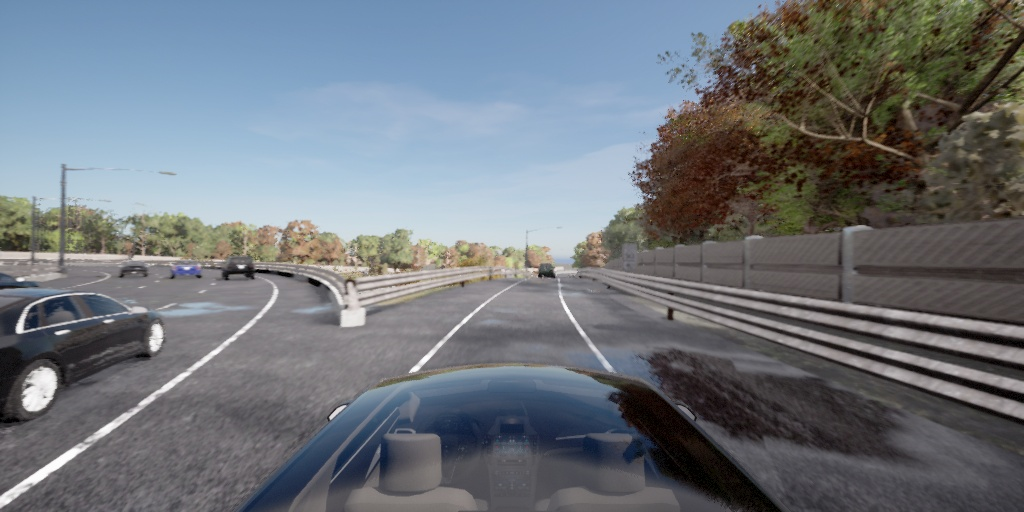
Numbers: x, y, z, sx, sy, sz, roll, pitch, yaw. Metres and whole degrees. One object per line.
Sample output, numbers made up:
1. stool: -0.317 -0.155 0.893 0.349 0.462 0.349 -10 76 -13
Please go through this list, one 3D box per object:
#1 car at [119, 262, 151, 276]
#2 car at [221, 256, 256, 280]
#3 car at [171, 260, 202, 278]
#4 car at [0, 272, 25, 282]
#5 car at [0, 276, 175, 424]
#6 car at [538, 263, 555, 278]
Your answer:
1. car: -36.484 1.278 34.695 4.892 1.490 1.837 0 -1 45
2. car: -25.201 1.066 33.030 2.150 2.045 5.566 1 -1 -42
3. car: -30.902 1.162 34.023 2.097 1.767 4.553 1 -1 -43
4. car: -18.669 1.181 12.241 1.882 1.535 5.008 1 -1 -31
5. car: -7.134 1.229 5.257 1.837 1.490 4.892 1 0 -24
6. car: 4.938 2.146 51.524 2.150 2.045 5.566 0 -3 8
